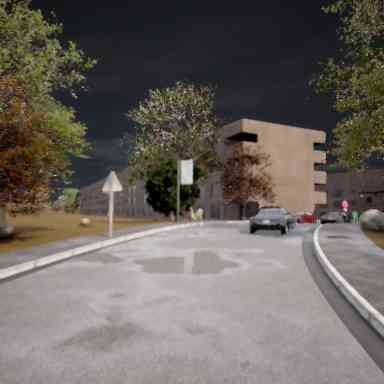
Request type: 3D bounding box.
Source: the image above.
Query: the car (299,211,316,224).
[{"bbox_3d":[11.407,2.677,34.850,1.812,1.442,4.674,-4,-8,44],"label":"car"}]

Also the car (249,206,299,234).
[{"bbox_3d":[4.606,1.504,18.862,1.994,1.385,4.181,-1,-1,24],"label":"car"}]

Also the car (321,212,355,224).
[{"bbox_3d":[14.577,2.652,33.098,1.994,1.385,4.181,-4,-8,45],"label":"car"}]
